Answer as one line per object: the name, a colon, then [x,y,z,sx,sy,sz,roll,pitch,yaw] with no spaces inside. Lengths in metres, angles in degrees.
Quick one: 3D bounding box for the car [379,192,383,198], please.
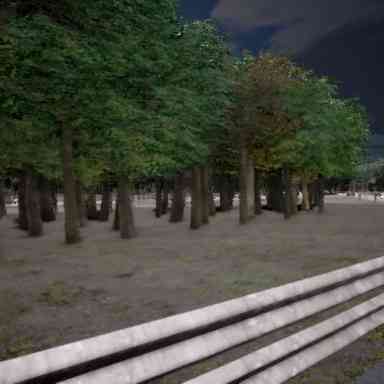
car: [37.516,0.722,63.814,2.097,1.767,4.553,0,1,18]
